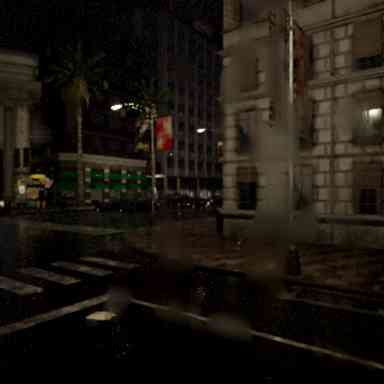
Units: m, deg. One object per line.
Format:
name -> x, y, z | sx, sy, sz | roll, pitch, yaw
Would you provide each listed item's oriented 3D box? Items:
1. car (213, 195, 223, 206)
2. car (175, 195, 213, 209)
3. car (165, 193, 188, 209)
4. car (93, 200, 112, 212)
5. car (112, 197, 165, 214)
car -> 3.909, 1.325, 53.939 | 4.553, 1.767, 2.097 | 0, 0, -45
car -> 0.389, 1.481, 44.389 | 1.837, 1.490, 4.892 | 0, 0, 38
car -> -2.507, 1.195, 46.381 | 2.150, 2.045, 5.566 | 0, 0, 38
car -> -8.608, 1.521, 38.182 | 2.033, 1.411, 5.357 | 0, 0, 36
car -> -5.715, 1.524, 36.213 | 2.033, 1.411, 5.357 | 0, 0, 36
